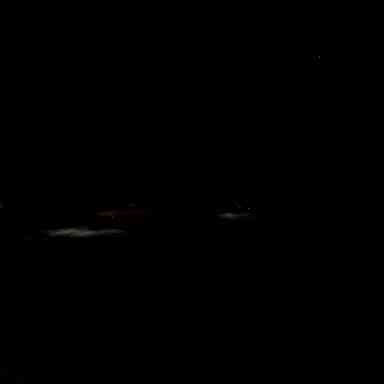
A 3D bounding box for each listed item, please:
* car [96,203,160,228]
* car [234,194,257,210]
[{"bbox_3d":[-4.286,1.513,22.892,1.882,1.535,5.008,0,0,35],"label":"car"},{"bbox_3d":[6.817,1.311,38.466,2.150,2.045,5.566,0,0,36],"label":"car"}]
